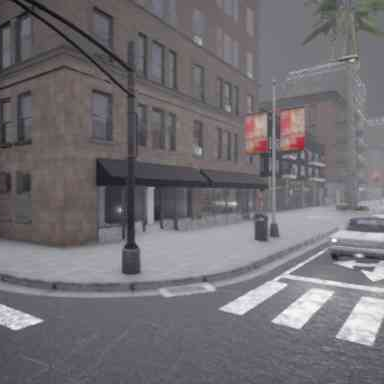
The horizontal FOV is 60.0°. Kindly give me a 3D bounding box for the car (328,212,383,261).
[{"bbox_3d":[6.295,1.611,11.867,1.895,1.301,4.718,0,0,35],"label":"car"}]

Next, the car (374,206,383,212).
[{"bbox_3d":[11.332,1.547,19.122,1.812,1.442,4.674,0,0,34],"label":"car"}]
